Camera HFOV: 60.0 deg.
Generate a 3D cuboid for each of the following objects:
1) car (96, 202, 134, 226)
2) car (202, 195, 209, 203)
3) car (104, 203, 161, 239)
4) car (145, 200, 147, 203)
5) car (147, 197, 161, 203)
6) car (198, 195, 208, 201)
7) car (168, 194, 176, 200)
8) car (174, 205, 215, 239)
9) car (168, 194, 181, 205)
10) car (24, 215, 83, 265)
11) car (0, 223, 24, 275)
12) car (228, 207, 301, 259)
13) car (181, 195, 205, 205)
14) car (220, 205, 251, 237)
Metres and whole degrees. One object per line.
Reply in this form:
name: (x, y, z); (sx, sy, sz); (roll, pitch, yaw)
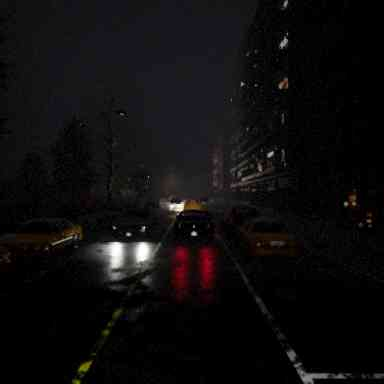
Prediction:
car: (-5.308, 1.561, 23.009); (1.802, 1.307, 4.206); (1, 0, 0)
car: (2.570, 1.521, 67.606); (1.802, 1.307, 4.206); (1, 0, 0)
car: (-2.849, 1.531, 17.630); (2.033, 1.411, 5.357); (0, 0, 0)
car: (-5.308, 1.555, 28.546); (1.802, 1.307, 4.206); (1, 0, 0)
car: (-5.307, 1.399, 45.154); (1.967, 1.590, 4.097); (1, 0, 0)
car: (2.569, 1.480, 78.696); (2.008, 1.369, 4.403); (1, 0, 0)
car: (-5.310, 1.360, 89.444); (1.967, 1.590, 4.097); (1, 0, 0)
car: (0.101, 1.585, 17.239); (1.895, 1.301, 4.718); (0, 0, 0)
car: (-2.803, 1.548, 58.504); (1.895, 1.301, 4.718); (0, 0, 1)
car: (-5.306, 1.514, 11.767); (1.752, 1.417, 4.829); (1, 0, 0)
car: (-5.306, 1.519, 6.231); (1.752, 1.417, 4.829); (1, 0, 0)
car: (2.574, 1.514, 12.327); (1.752, 1.417, 4.829); (1, 0, 0)
car: (0.100, 1.445, 35.650); (1.882, 1.535, 5.008); (0, 0, 0)
car: (2.575, 1.424, 17.702); (1.967, 1.590, 4.097); (1, 0, 0)
